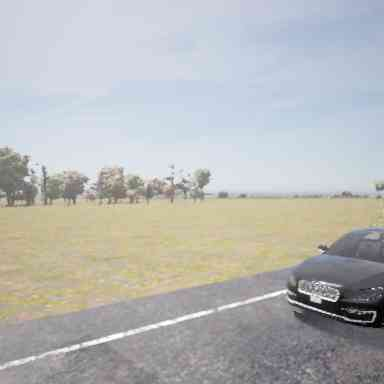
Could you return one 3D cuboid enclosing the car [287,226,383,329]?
[{"bbox_3d":[3.998,1.515,6.868,4.892,1.490,1.837,0,0,-36],"label":"car"}]
